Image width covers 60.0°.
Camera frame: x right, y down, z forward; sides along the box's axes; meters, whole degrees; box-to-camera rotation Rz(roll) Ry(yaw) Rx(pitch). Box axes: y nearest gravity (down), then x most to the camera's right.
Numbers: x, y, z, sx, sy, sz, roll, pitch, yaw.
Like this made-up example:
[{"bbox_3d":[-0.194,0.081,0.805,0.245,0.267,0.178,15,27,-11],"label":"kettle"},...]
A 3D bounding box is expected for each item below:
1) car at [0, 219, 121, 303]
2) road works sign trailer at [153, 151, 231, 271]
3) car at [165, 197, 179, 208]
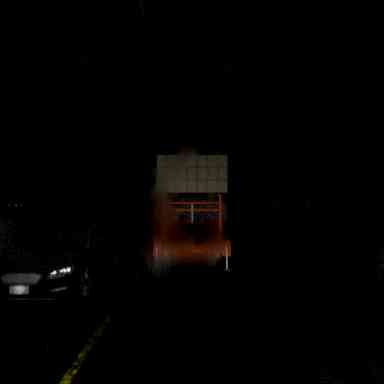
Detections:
[{"bbox_3d":[-3.096,1.491,8.404,2.128,1.511,4.902,0,0,0],"label":"car"},{"bbox_3d":[0.007,0.464,10.942,2.380,3.560,2.880,0,0,0],"label":"road works sign trailer"},{"bbox_3d":[-2.962,1.539,48.781,1.837,1.490,4.892,0,0,0],"label":"car"}]
